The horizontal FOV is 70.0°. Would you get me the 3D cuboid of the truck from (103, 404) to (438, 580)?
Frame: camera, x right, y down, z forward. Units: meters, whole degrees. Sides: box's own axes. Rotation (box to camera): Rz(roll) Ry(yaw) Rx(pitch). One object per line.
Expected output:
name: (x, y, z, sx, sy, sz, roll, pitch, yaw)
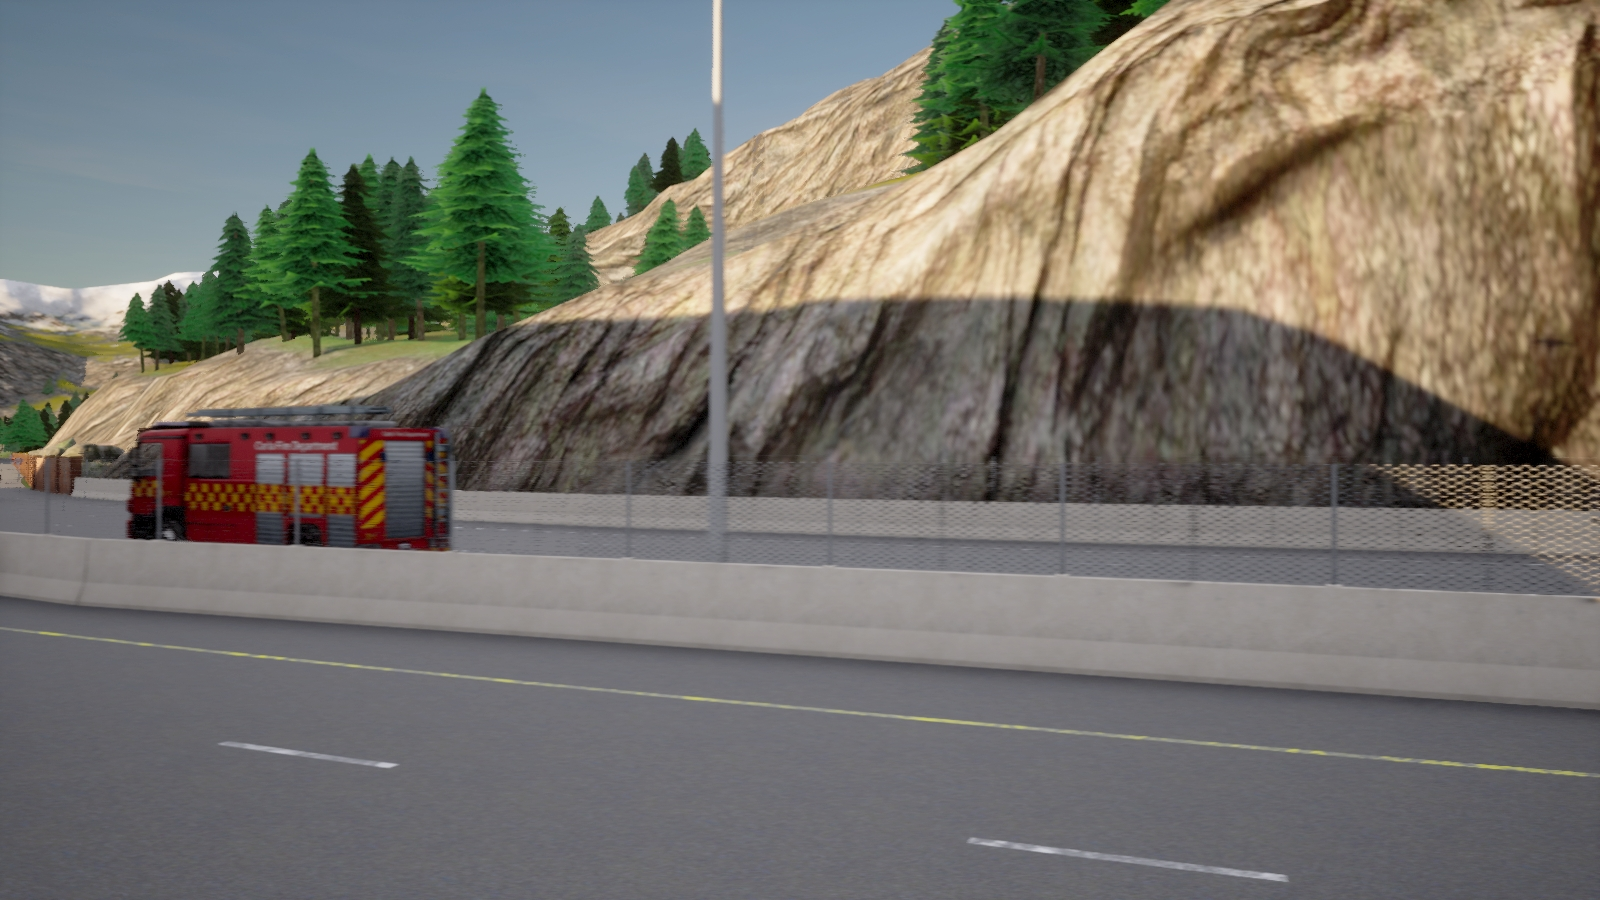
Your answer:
truck: (-13.103, 0.917, 28.055, 8.468, 3.827, 2.891, 0, 0, 27)
